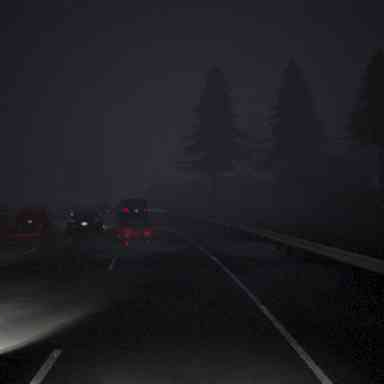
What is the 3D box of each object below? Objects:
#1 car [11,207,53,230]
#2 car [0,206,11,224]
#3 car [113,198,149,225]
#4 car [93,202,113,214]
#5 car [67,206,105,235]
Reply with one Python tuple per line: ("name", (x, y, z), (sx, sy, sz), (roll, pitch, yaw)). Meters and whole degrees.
("car", (-10.952, 1.756, 23.326), (1.882, 1.535, 5.008), (0, -1, -17))
("car", (-16.353, 1.865, 28.032), (1.812, 1.442, 4.674), (0, -1, -22))
("car", (-4.992, 1.536, 27.443), (2.150, 2.045, 5.566), (0, -1, -18))
("car", (-10.962, 1.980, 40.986), (1.837, 1.490, 4.892), (0, 0, -28))
("car", (-6.643, 1.807, 20.873), (1.994, 1.385, 4.181), (0, -1, -15))
